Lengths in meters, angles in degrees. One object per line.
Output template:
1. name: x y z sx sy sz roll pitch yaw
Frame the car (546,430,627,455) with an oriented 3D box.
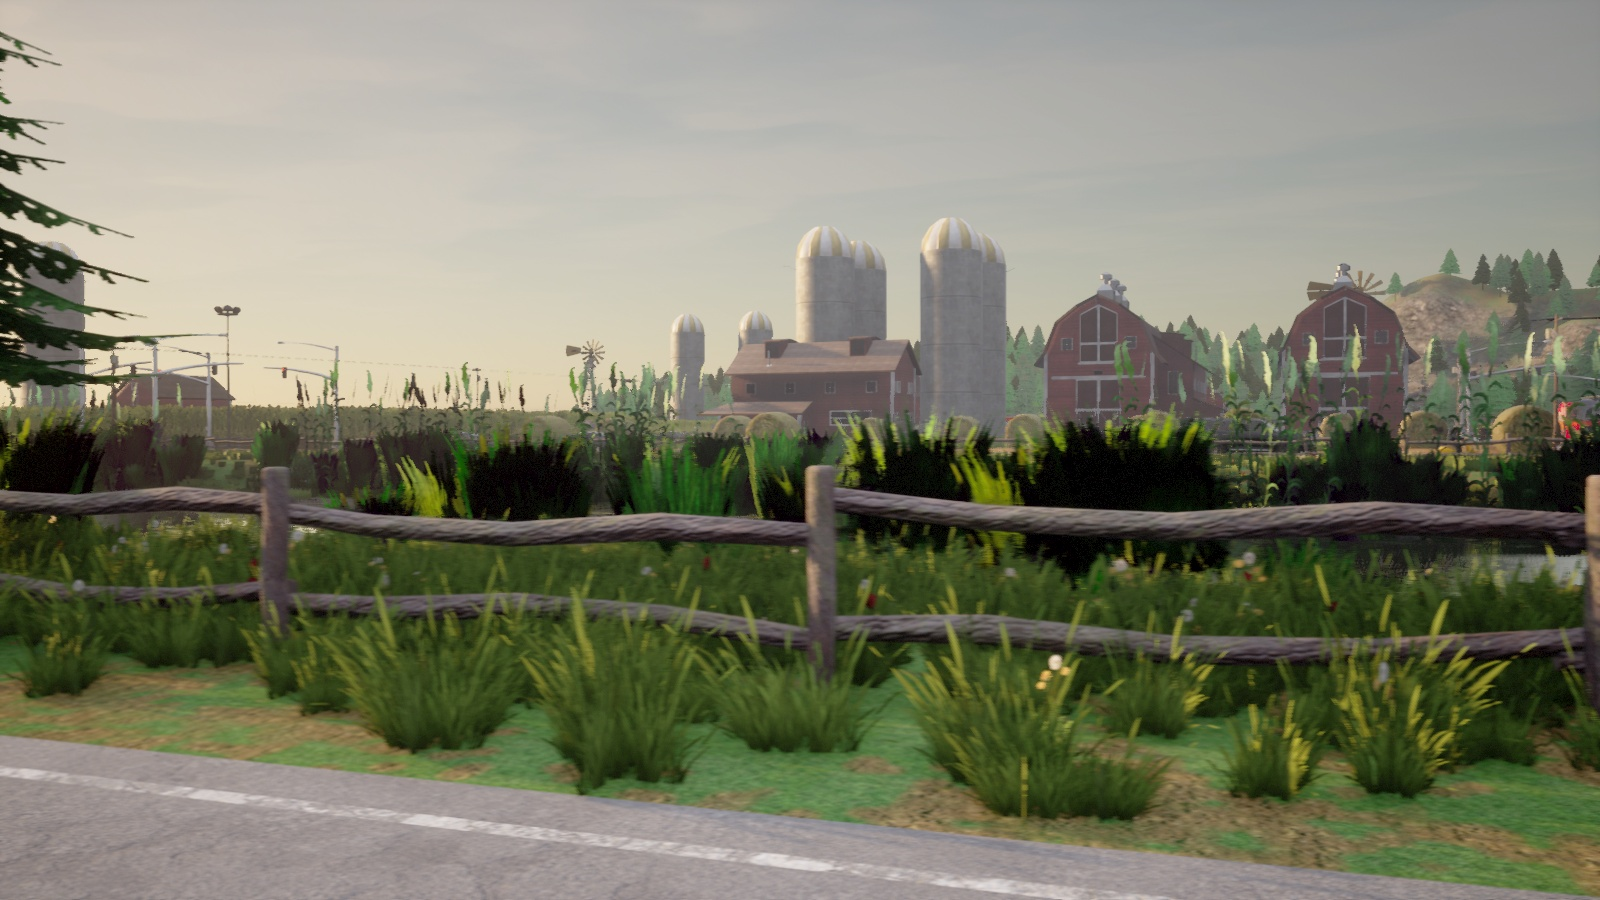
1. car: -13.417 -0.503 78.887 4.892 1.490 1.837 1 1 25

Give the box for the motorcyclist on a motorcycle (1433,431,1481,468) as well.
1. motorcyclist on a motorcycle: 28.911 -0.019 55.283 1.817 1.590 0.866 1 1 25

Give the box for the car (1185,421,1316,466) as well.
1. car: 21.128 -0.341 58.912 5.566 2.045 2.150 1 1 25

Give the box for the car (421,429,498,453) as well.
1. car: -22.523 -0.605 83.135 4.892 1.490 1.837 1 1 25
